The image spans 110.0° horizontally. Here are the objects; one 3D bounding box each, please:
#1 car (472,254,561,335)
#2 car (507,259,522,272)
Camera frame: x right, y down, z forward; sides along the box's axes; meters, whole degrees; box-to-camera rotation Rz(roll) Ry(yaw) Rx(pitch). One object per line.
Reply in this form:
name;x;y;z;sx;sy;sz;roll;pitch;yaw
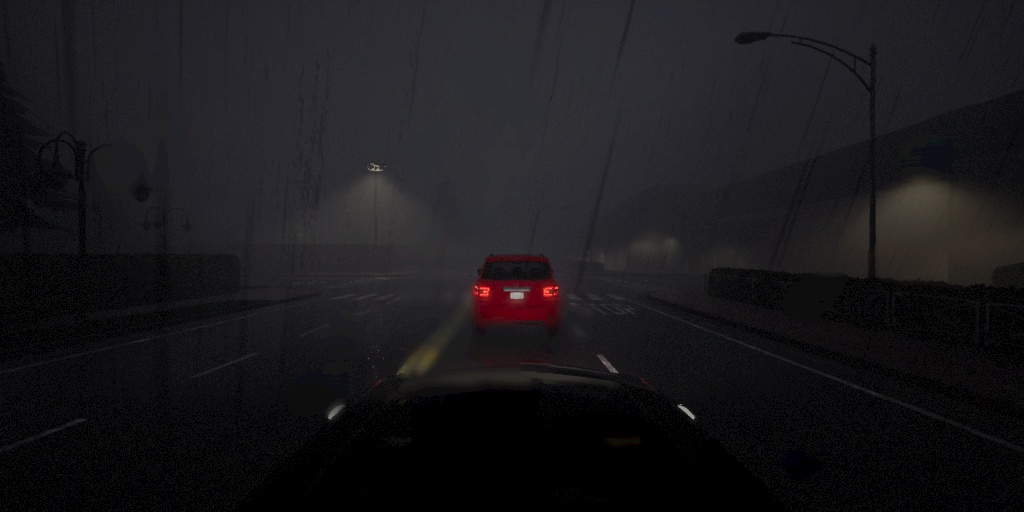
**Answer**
car;0.118;0.971;10.640;2.150;2.045;5.566;0;0;0
car;0.348;1.228;46.354;1.882;1.535;5.008;0;0;1
